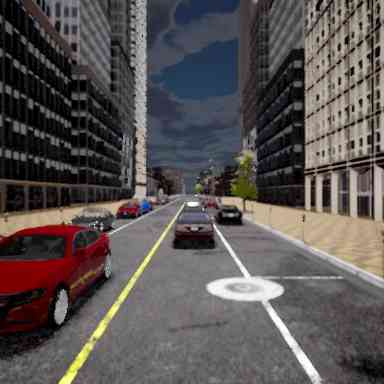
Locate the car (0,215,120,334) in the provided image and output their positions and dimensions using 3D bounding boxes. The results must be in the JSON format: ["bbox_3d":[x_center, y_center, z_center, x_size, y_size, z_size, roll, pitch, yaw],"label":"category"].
[{"bbox_3d":[-3.100,1.491,7.157,1.882,1.535,5.008,0,0,0],"label":"car"}]

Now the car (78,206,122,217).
[{"bbox_3d":[-5.688,1.586,19.284,2.008,1.369,4.403,0,0,0],"label":"car"}]

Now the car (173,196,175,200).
[{"bbox_3d":[-5.685,1.661,93.111,1.752,1.417,4.829,0,0,0],"label":"car"}]

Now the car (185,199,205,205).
[{"bbox_3d":[0.100,1.662,34.411,1.895,1.301,4.718,0,0,0],"label":"car"}]

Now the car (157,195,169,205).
[{"bbox_3d":[-5.685,1.536,59.129,1.967,1.590,4.097,0,0,0],"label":"car"}]

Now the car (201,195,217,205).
[{"bbox_3d":[2.695,1.522,47.730,1.967,1.590,4.097,0,0,0],"label":"car"}]

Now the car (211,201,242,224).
[{"bbox_3d":[2.693,1.613,24.963,1.947,1.339,4.313,0,0,0],"label":"car"}]

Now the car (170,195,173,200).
[{"bbox_3d":[-5.686,1.675,70.514,1.947,1.339,4.313,0,0,0],"label":"car"}]

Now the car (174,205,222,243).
[{"bbox_3d":[0.106,1.578,16.271,2.033,1.411,5.357,0,0,0],"label":"car"}]

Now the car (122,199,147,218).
[{"bbox_3d":[-5.687,1.599,30.668,1.887,1.381,4.507,0,0,0],"label":"car"}]

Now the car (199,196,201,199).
[{"bbox_3d":[2.694,1.680,59.114,1.802,1.307,4.206,0,0,0],"label":"car"}]

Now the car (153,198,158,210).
[{"bbox_3d":[-5.687,1.654,42.053,1.802,1.307,4.206,0,0,0],"label":"car"}]

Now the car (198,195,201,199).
[{"bbox_3d":[2.695,1.630,64.976,1.752,1.417,4.829,0,0,0],"label":"car"}]

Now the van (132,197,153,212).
[{"bbox_3d":[-5.686,1.404,36.361,1.690,1.788,3.998,0,0,0],"label":"van"}]
